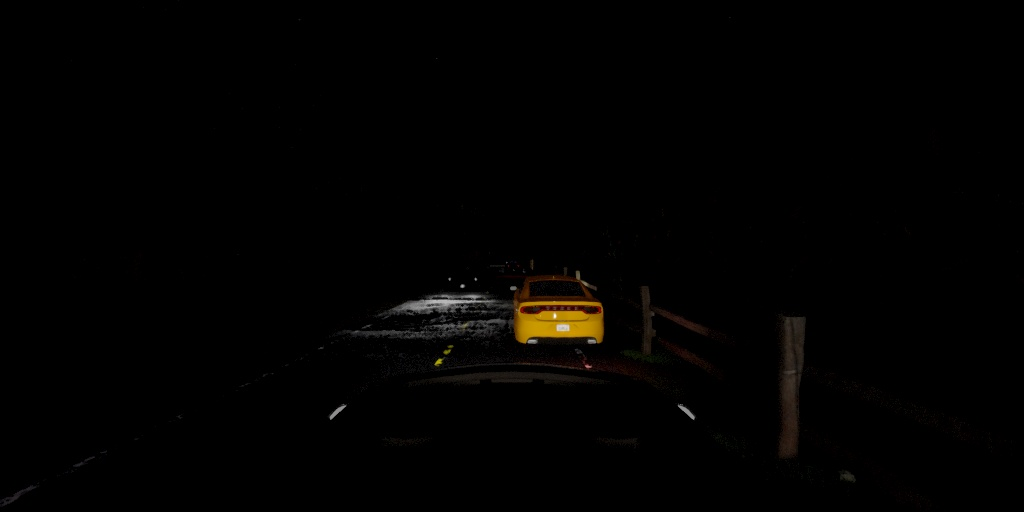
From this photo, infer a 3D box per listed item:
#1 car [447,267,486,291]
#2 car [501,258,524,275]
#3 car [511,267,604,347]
[{"bbox_3d":[-2.697,1.343,21.825,1.895,1.301,4.718,0,0,0],"label":"car"},{"bbox_3d":[0.175,1.219,38.330,2.128,1.511,4.902,0,0,0],"label":"car"},{"bbox_3d":[0.985,1.227,9.357,1.882,1.535,5.008,0,0,0],"label":"car"}]
